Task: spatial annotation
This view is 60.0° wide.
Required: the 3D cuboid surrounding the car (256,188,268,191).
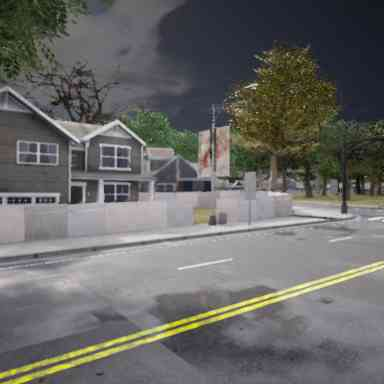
[{"bbox_3d":[10.199,0.502,47.032,2.150,2.045,5.566,0,0,-13],"label":"car"}]
